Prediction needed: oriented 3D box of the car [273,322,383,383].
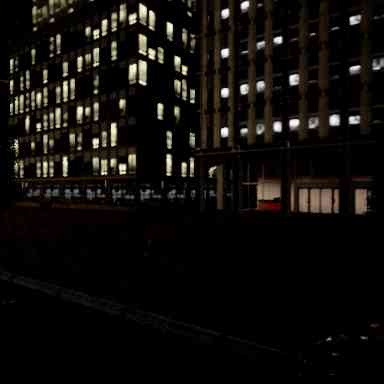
[{"bbox_3d":[2.635,1.317,0.988,5.009,1.841,2.192,0,0,35],"label":"car"}]
